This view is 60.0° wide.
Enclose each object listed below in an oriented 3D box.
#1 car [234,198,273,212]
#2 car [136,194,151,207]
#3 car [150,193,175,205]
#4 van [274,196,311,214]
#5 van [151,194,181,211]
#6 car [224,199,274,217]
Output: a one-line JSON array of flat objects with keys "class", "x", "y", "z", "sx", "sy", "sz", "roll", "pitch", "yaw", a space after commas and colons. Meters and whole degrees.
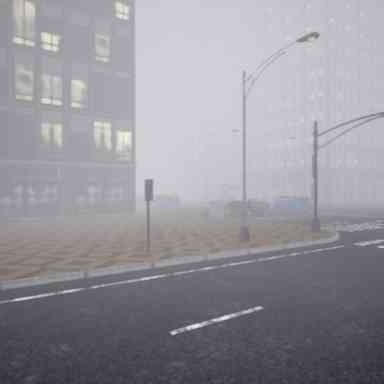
[{"class": "car", "x": 7.206, "y": 1.505, "z": 39.338, "sx": 1.887, "sy": 1.381, "sz": 4.507, "roll": 0, "pitch": 0, "yaw": -34}, {"class": "car", "x": -7.721, "y": 1.422, "z": 51.078, "sx": 1.812, "sy": 1.442, "sz": 4.674, "roll": 0, "pitch": 0, "yaw": -34}, {"class": "car", "x": -5.228, "y": 1.172, "z": 57.672, "sx": 2.192, "sy": 1.841, "sz": 5.009, "roll": 0, "pitch": 0, "yaw": -34}, {"class": "van", "x": 10.385, "y": 1.326, "z": 34.801, "sx": 1.690, "sy": 1.788, "sz": 3.998, "roll": 0, "pitch": 0, "yaw": -34}, {"class": "van", "x": -2.856, "y": 1.306, "z": 39.212, "sx": 1.690, "sy": 1.788, "sz": 3.998, "roll": 0, "pitch": 0, "yaw": -34}, {"class": "car", "x": 5.135, "y": 1.508, "z": 32.016, "sx": 1.837, "sy": 1.490, "sz": 4.892, "roll": 0, "pitch": 1, "yaw": -34}]
